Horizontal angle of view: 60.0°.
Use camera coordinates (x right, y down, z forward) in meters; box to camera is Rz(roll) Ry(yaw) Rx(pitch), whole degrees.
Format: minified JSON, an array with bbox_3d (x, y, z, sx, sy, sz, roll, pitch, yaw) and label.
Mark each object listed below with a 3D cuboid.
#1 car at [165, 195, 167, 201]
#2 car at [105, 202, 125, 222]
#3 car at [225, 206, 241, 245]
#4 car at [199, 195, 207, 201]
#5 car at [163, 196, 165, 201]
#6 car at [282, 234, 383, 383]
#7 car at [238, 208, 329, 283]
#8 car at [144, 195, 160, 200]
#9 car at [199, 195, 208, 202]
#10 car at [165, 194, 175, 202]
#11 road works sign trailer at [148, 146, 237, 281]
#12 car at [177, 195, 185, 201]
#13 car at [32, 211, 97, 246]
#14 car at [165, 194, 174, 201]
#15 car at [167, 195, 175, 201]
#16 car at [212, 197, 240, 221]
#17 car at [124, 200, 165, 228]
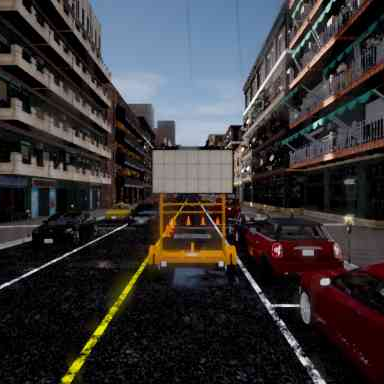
[{"bbox_3d":[-5.608,1.568,54.790,1.802,1.307,4.206,0,0,0],"label":"car"},{"bbox_3d":[-5.649,1.522,26.437,1.752,1.417,4.829,0,0,0],"label":"car"},{"bbox_3d":[2.715,1.550,15.318,2.008,1.369,4.403,0,0,0],"label":"car"},{"bbox_3d":[2.823,1.514,88.592,1.887,1.381,4.507,0,0,0],"label":"car"},{"bbox_3d":[-5.615,1.303,49.154,2.192,1.841,5.009,0,0,0],"label":"car"},{"bbox_3d":[2.699,1.545,4.046,1.887,1.381,4.507,0,0,0],"label":"car"},{"bbox_3d":[2.707,1.440,9.683,1.967,1.590,4.097,0,0,0],"label":"car"},{"bbox_3d":[-5.624,1.431,43.517,1.967,1.590,4.097,0,0,0],"label":"car"},{"bbox_3d":[2.807,1.500,77.489,1.752,1.417,4.829,0,0,0],"label":"car"},{"bbox_3d":[-5.573,1.290,77.336,2.192,1.841,5.009,0,0,0],"label":"car"},{"bbox_3d":[0.016,0.464,9.819,2.380,3.560,2.880,0,0,0],"label":"road works sign trailer"},{"bbox_3d":[-2.872,1.476,85.875,1.837,1.490,4.892,0,0,0],"label":"car"},{"bbox_3d":[-5.666,1.565,15.334,1.947,1.339,4.313,0,0,0],"label":"car"},{"bbox_3d":[-5.566,1.412,82.971,1.967,1.590,4.097,0,0,0],"label":"car"},{"bbox_3d":[-5.557,1.513,88.609,1.887,1.381,4.507,0,0,0],"label":"car"},{"bbox_3d":[2.733,1.312,26.592,2.192,1.841,5.009,0,0,0],"label":"car"},{"bbox_3d":[-3.066,1.523,22.411,1.812,1.442,4.674,0,0,0],"label":"car"}]
